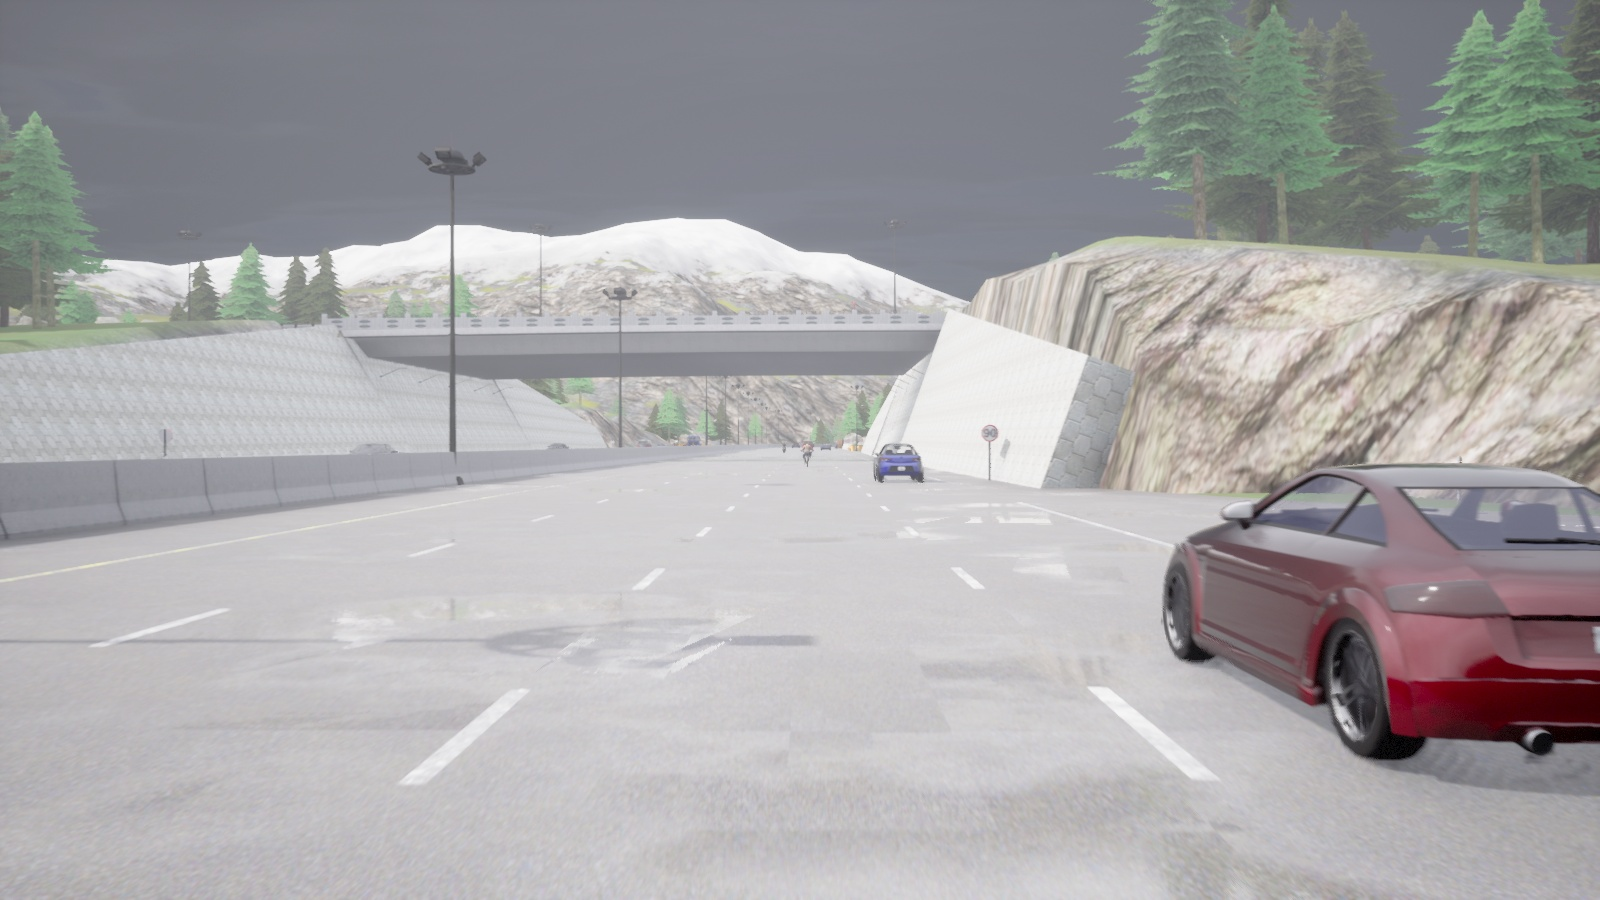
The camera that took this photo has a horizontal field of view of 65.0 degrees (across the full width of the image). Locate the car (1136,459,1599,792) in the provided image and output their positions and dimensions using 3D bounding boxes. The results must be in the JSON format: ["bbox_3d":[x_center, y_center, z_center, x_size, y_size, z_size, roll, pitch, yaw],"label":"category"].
[{"bbox_3d":[3.558,0.771,7.502,1.994,1.385,4.181,0,0,0],"label":"car"}]

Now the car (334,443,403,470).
[{"bbox_3d":[-24.085,0.331,70.293,2.163,1.488,4.792,0,0,0],"label":"car"}]

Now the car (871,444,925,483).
[{"bbox_3d":[3.794,0.487,49.065,1.816,1.474,4.193,0,0,0],"label":"car"}]
